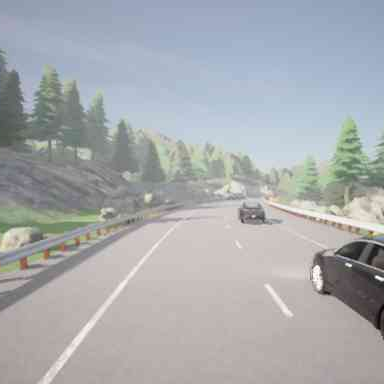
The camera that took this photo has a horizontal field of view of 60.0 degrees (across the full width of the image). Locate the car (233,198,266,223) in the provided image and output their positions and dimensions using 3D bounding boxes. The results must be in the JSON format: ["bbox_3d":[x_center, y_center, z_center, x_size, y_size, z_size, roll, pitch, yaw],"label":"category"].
[{"bbox_3d":[4.537,1.519,25.865,2.128,1.511,4.902,0,0,4],"label":"car"}]

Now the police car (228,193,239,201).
[{"bbox_3d":[10.999,1.520,91.356,1.930,1.638,5.238,0,0,15],"label":"police car"}]

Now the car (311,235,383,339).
[{"bbox_3d":[3.666,1.512,5.877,1.837,1.490,4.892,0,0,1],"label":"car"}]
